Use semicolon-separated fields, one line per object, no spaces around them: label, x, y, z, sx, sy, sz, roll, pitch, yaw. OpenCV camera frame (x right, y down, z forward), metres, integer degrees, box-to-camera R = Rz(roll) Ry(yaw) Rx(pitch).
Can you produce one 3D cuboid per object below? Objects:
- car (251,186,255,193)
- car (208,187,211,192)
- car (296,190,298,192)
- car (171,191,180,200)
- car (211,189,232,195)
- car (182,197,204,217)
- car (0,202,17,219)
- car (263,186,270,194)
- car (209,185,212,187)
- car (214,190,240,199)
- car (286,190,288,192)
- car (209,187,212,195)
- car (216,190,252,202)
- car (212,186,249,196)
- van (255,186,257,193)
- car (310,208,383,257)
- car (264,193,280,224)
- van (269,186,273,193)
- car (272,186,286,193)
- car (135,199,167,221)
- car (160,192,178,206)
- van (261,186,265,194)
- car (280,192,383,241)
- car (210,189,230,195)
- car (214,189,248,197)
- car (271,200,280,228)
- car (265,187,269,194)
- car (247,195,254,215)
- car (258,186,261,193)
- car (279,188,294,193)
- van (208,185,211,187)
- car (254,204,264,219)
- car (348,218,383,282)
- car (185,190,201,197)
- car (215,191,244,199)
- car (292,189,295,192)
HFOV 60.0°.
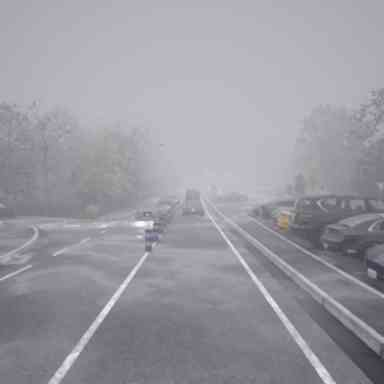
car;20.175;-0.631;92.977;5.566;2.045;2.435;0;2;0
car;6.778;0.166;73.887;5.366;1.575;1.946;0;2;0
car;19.911;0.716;54.353;4.553;1.767;2.185;0;2;0
car;-3.285;0.560;61.050;1.837;1.490;4.892;0;2;1
car;7.003;-0.002;79.303;4.892;1.521;2.231;0;2;0
car;0.099;1.474;30.782;1.994;1.385;4.181;0;1;0
car;-17.654;1.581;29.583;5.008;1.535;1.882;0;-2;31
car;20.117;0.023;79.142;4.792;1.488;2.163;0;2;0
car;7.063;-0.208;82.077;4.553;1.767;2.185;0;2;0
car;6.898;0.464;65.442;4.892;1.521;2.231;0;2;0
car;19.922;0.692;59.771;4.674;1.452;2.002;0;2;0
car;6.730;0.363;68.217;5.366;1.575;1.946;0;2;0
car;6.770;0.881;54.345;4.792;1.488;2.163;0;2;0
car;6.874;0.406;59.883;5.566;2.045;2.435;0;2;0
van;20.064;-0.532;90.210;4.442;1.987;1.878;0;2;0
car;6.677;1.443;10.596;4.892;1.521;2.231;0;1;1
car;6.792;1.137;18.953;4.553;1.767;2.185;0;1;1
van;20.159;-0.060;73.725;4.442;1.987;1.878;0;2;0
car;20.023;0.110;68.065;5.566;2.045;2.435;0;2;0
car;-3.349;1.510;26.872;1.994;1.385;4.181;0;0;0
car;-3.341;1.104;44.547;2.033;1.411;5.357;0;2;0
van;20.002;-0.310;81.887;4.442;1.987;1.878;0;2;0
car;6.738;1.140;13.380;5.566;2.045;2.435;0;1;1
car;7.085;-0.128;84.853;4.792;1.488;2.163;0;2;0
car;6.828;0.754;57.118;5.008;1.535;2.097;0;2;0
car;6.730;1.332;16.178;5.008;1.535;2.097;0;1;1
car;20.094;0.104;76.504;4.792;1.488;2.163;0;2;1
car;6.783;1.139;24.525;4.792;1.488;2.163;0;2;1
car;20.139;-0.161;84.677;5.008;1.535;2.097;0;2;0
car;19.762;0.552;62.540;5.366;1.575;1.946;0;2;0
van;7.195;-0.456;87.622;4.442;1.987;1.878;0;2;0
car;6.816;1.216;21.742;4.792;1.488;2.163;0;2;1
car;6.629;1.512;7.818;4.792;1.488;2.163;0;1;1
car;0.098;0.645;48.926;2.150;2.045;5.566;0;2;0
car;7.054;0.557;62.665;5.366;1.575;1.946;0;2;0
car;19.872;0.779;57.003;4.792;1.488;2.163;0;2;0
